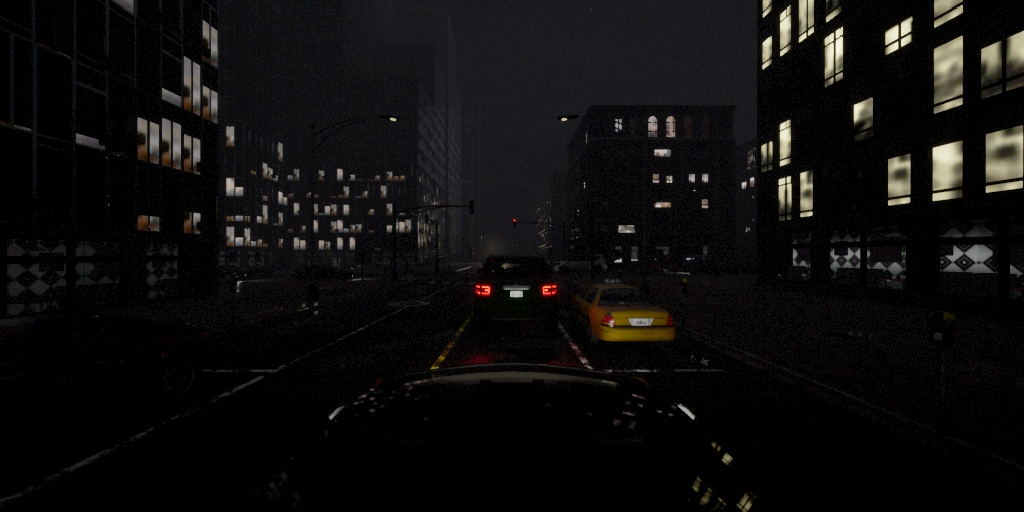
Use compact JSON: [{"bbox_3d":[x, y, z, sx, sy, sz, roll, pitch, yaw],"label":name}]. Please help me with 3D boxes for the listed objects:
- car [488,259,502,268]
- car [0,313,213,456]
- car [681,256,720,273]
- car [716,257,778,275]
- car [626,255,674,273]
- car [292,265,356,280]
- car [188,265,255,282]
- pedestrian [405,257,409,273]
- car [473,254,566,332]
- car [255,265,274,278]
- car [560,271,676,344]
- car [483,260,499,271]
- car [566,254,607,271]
[{"bbox_3d":[-2.858,1.300,60.769,2.033,1.411,5.357,0,0,0],"label":"car"},{"bbox_3d":[-5.316,1.332,3.695,1.802,1.307,4.207,0,0,0],"label":"car"},{"bbox_3d":[20.233,1.036,37.228,4.181,1.385,1.994,-1,0,0],"label":"car"},{"bbox_3d":[21.071,1.019,31.823,4.507,1.381,1.888,0,0,-1],"label":"car"},{"bbox_3d":[15.304,0.844,39.641,5.009,1.841,2.192,0,0,-1],"label":"car"},{"bbox_3d":[-17.707,1.514,33.824,5.357,1.411,2.033,-1,0,-1],"label":"car"},{"bbox_3d":[-27.521,1.602,33.694,4.892,1.490,1.837,-1,0,-1],"label":"car"},{"bbox_3d":[-12.371,1.020,42.257,0.375,1.860,0.375,0,1,-1],"label":"pedestrian"},{"bbox_3d":[0.094,0.971,10.983,2.150,2.045,5.566,0,0,0],"label":"car"},{"bbox_3d":[-28.422,1.648,39.064,4.403,1.370,2.007,0,0,-1],"label":"car"},{"bbox_3d":[2.561,1.275,9.429,1.751,1.417,4.829,0,0,0],"label":"car"},{"bbox_3d":[-2.861,1.299,50.632,2.033,1.411,5.357,0,0,-1],"label":"car"},{"bbox_3d":[6.939,0.864,37.083,5.566,2.045,2.150,-1,0,-1],"label":"car"}]
